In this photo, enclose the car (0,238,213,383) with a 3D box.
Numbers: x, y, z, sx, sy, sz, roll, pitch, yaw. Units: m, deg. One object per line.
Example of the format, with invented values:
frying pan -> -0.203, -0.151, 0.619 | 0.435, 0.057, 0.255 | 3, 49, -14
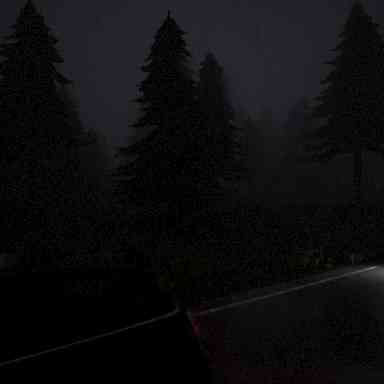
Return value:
car -> -2.082, 1.352, 2.499 | 4.553, 1.767, 2.097 | 0, 0, -36
